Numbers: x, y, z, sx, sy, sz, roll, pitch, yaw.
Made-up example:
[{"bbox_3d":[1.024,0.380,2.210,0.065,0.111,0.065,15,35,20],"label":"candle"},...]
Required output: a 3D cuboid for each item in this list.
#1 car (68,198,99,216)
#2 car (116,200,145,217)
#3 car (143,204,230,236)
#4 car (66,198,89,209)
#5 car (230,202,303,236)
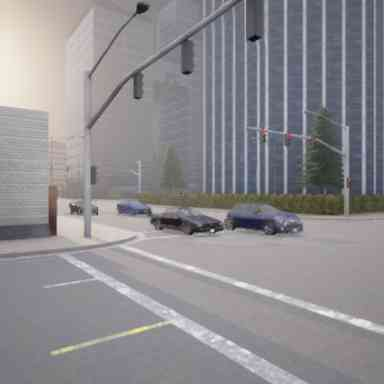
[{"bbox_3d":[-10.912,1.559,33.501,1.837,1.490,4.892,0,0,-36],"label":"car"},{"bbox_3d":[-5.696,1.532,32.236,1.882,1.535,5.008,0,0,-36],"label":"car"},{"bbox_3d":[-0.512,1.595,19.033,2.033,1.411,5.357,0,0,-36],"label":"car"},{"bbox_3d":[-16.194,1.616,46.986,1.812,1.442,4.674,0,0,-36],"label":"car"},{"bbox_3d":[3.960,1.390,18.809,2.097,1.767,4.553,0,0,-36],"label":"car"}]
